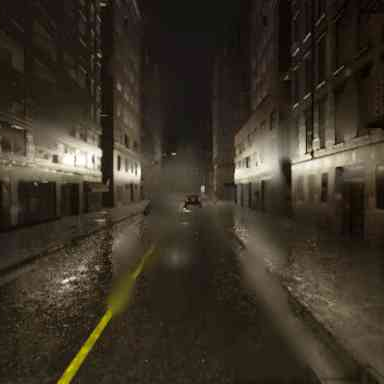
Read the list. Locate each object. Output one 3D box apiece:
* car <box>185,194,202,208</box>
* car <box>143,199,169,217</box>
[{"bbox_3d":[0.143,1.033,43.190,2.097,1.767,4.553,0,0,0],"label":"car"},{"bbox_3d":[-3.054,1.335,29.160,2.033,1.411,5.357,0,0,0],"label":"car"}]
